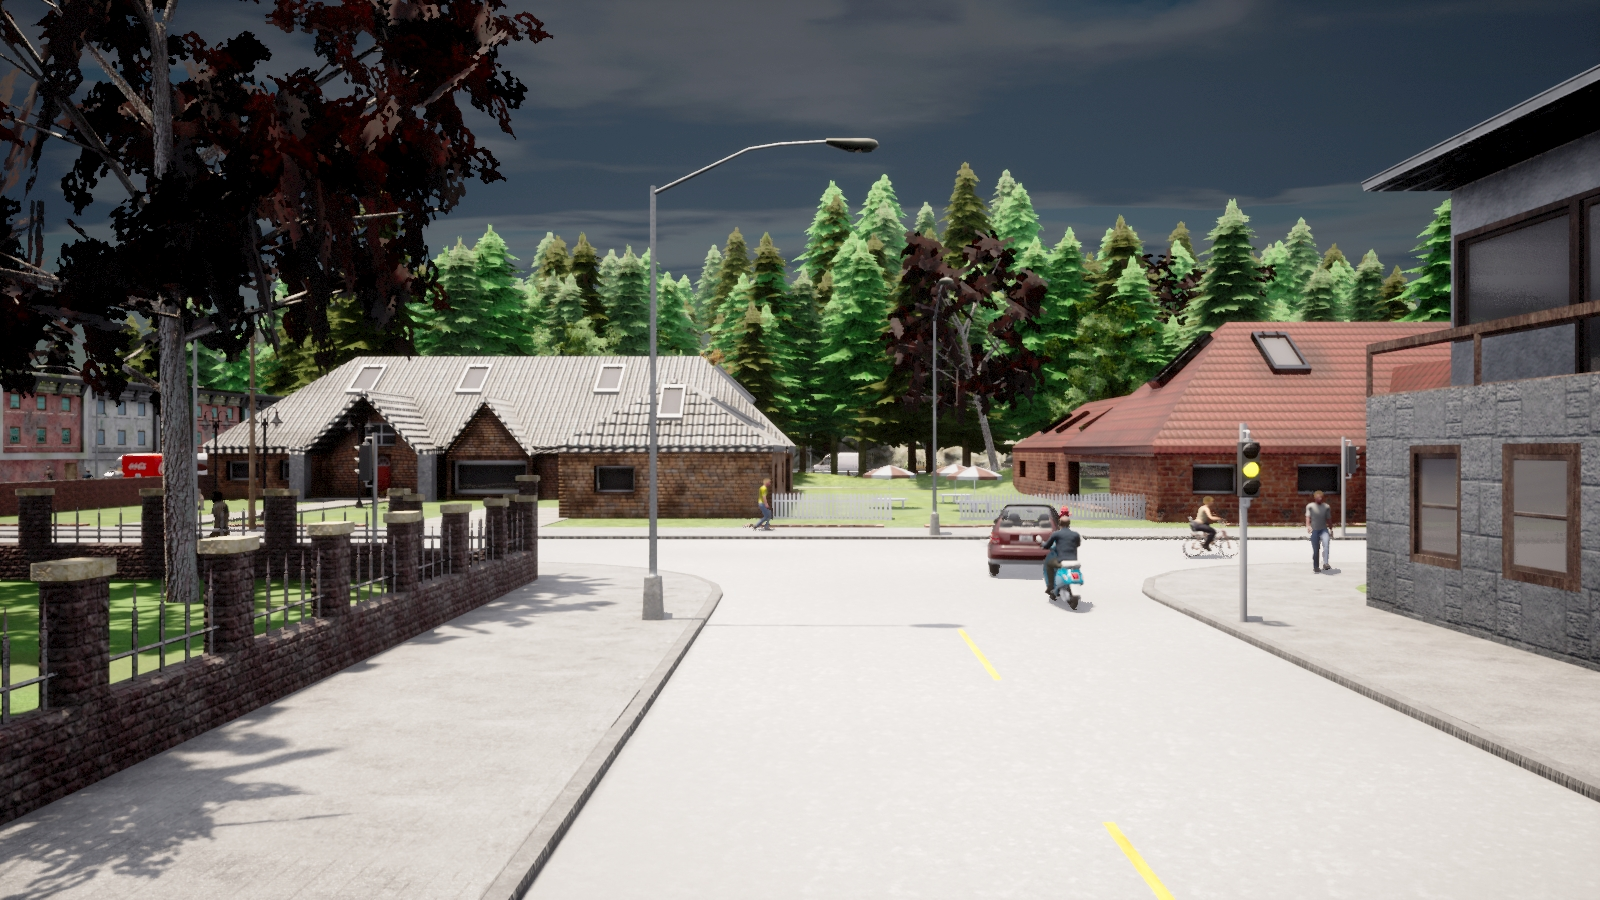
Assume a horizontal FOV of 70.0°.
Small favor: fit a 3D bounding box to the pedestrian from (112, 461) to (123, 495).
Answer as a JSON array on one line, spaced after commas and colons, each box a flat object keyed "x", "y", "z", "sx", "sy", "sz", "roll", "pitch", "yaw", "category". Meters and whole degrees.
[{"x": -37.033, "y": 1.524, "z": 62.027, "sx": 0.375, "sy": 1.860, "sz": 0.375, "roll": 0, "pitch": 0, "yaw": 2, "category": "pedestrian"}]

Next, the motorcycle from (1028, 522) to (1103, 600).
[{"x": 4.750, "y": 1.962, "z": 20.584, "sx": 0.856, "sy": 1.236, "sz": 1.805, "roll": 0, "pitch": 0, "yaw": -3, "category": "motorcycle"}]

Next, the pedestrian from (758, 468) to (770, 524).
[{"x": -1.179, "y": 1.524, "z": 37.945, "sx": 0.375, "sy": 1.860, "sz": 0.375, "roll": 0, "pitch": 0, "yaw": 2, "category": "pedestrian"}]

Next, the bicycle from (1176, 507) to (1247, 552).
[{"x": 10.618, "y": 2.036, "z": 29.512, "sx": 1.487, "sy": 1.080, "sz": 0.859, "roll": 0, "pitch": 1, "yaw": -2, "category": "bicycle"}]

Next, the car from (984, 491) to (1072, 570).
[{"x": 5.364, "y": 1.805, "z": 26.610, "sx": 1.789, "sy": 1.549, "sz": 3.705, "roll": 0, "pitch": 0, "yaw": 15, "category": "car"}]

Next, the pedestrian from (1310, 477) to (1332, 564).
[{"x": 11.318, "y": 1.518, "z": 24.826, "sx": 0.375, "sy": 1.860, "sz": 0.375, "roll": 0, "pitch": 0, "yaw": 14, "category": "pedestrian"}]

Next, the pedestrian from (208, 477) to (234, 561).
[{"x": -12.859, "y": 1.523, "z": 25.363, "sx": 0.375, "sy": 1.860, "sz": 0.375, "roll": 0, "pitch": 0, "yaw": 4, "category": "pedestrian"}]
